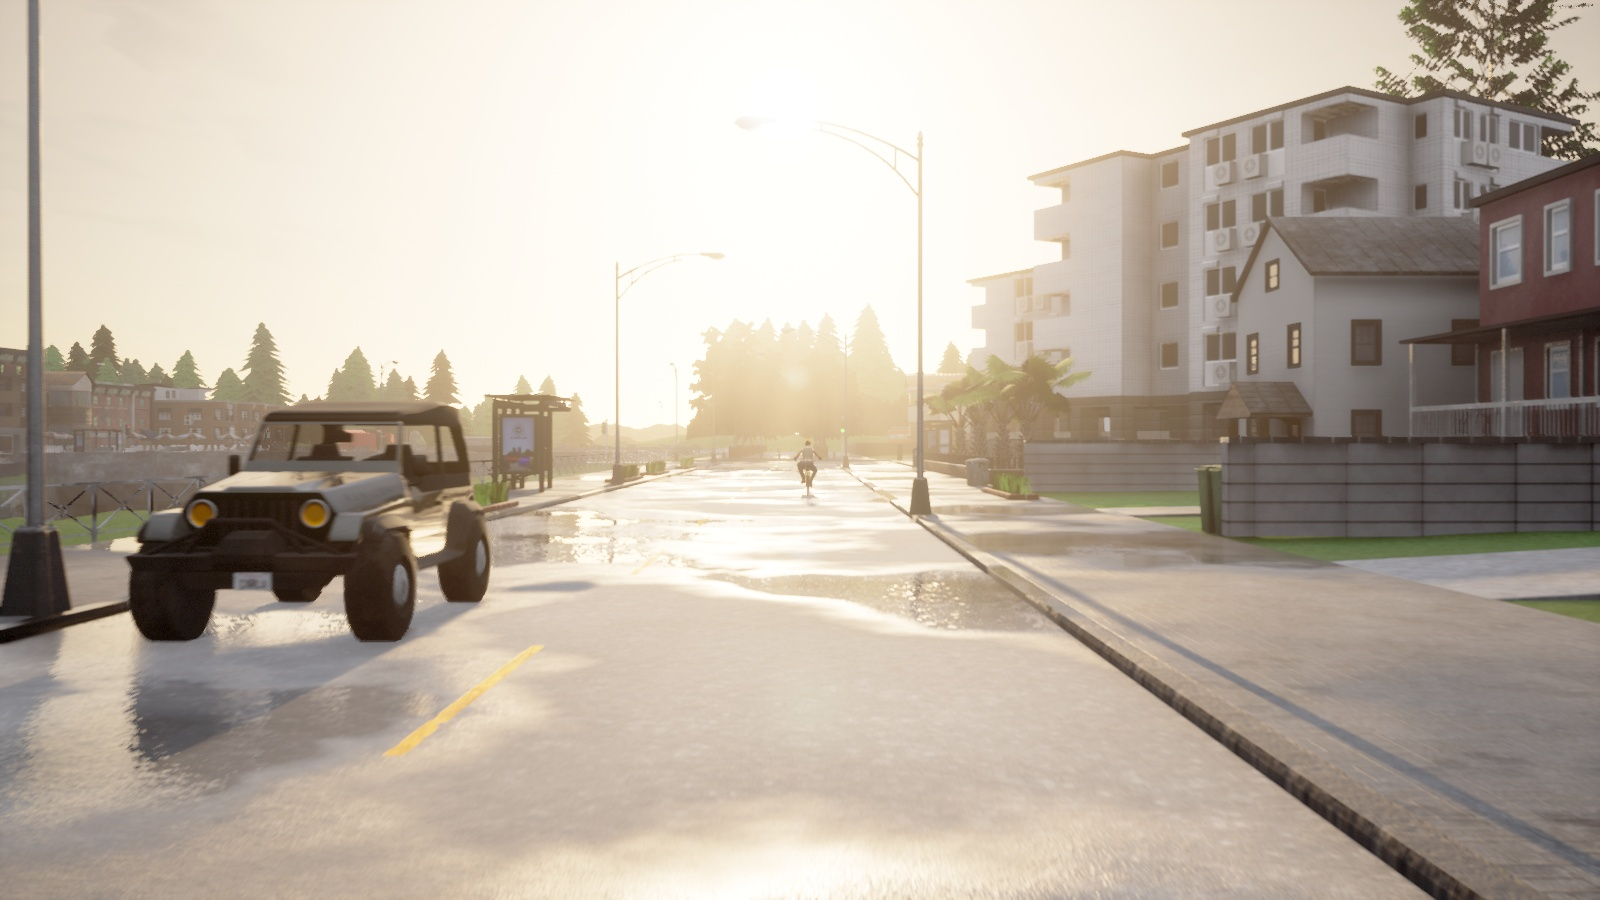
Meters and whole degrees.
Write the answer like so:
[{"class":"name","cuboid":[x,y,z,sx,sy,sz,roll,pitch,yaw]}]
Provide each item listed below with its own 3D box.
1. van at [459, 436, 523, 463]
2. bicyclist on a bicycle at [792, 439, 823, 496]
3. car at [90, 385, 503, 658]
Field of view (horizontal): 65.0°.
[{"class":"van","cuboid":[-23.593,-0.065,96.043,4.442,1.987,1.775,0,0,0]},{"class":"bicyclist on a bicycle","cuboid":[0.222,0.480,36.013,0.866,1.612,1.509,0,0,0]},{"class":"car","cuboid":[-3.924,0.480,10.580,1.905,1.878,3.866,0,0,0]}]
